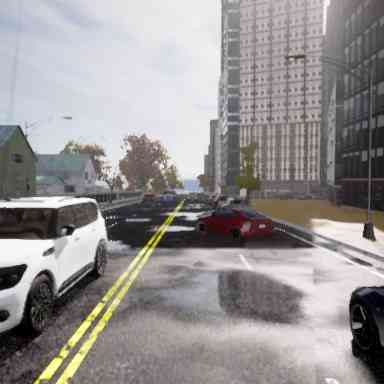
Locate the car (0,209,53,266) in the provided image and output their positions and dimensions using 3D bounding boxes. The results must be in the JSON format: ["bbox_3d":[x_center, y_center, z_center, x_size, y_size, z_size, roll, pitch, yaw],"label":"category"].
[{"bbox_3d":[-6.596,1.435,10.700,2.033,1.411,5.357,0,1,0],"label":"car"}]

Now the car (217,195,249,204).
[{"bbox_3d":[3.260,1.180,24.903,2.033,1.649,4.856,0,1,0],"label":"car"}]

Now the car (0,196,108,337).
[{"bbox_3d":[-3.358,1.148,6.883,2.150,2.045,5.566,0,1,0],"label":"car"}]

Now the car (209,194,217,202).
[{"bbox_3d":[3.264,1.076,35.907,2.033,1.649,4.856,0,1,0],"label":"car"}]

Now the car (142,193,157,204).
[{"bbox_3d":[-6.559,0.976,51.827,1.882,1.535,5.008,0,1,0],"label":"car"}]

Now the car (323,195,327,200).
[{"bbox_3d":[33.691,1.234,79.365,4.507,1.381,1.887,1,2,20],"label":"car"}]

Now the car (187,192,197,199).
[{"bbox_3d":[0.030,0.763,74.049,2.033,1.411,5.357,0,0,0],"label":"car"}]

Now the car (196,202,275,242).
[{"bbox_3d":[1.922,1.401,15.780,1.994,1.385,4.181,0,1,-31],"label":"car"}]

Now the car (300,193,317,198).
[{"bbox_3d":[31.082,0.911,88.711,4.403,1.369,2.008,1,2,20],"label":"car"}]

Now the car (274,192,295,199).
[{"bbox_3d":[23.046,0.881,83.259,5.009,1.841,2.192,1,2,20],"label":"car"}]

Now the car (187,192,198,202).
[{"bbox_3d":[0.036,1.049,57.549,1.895,1.301,4.718,0,1,0],"label":"car"}]

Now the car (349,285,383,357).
[{"bbox_3d":[3.252,1.471,2.927,2.163,1.488,4.792,0,1,0],"label":"car"}]

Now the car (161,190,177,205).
[{"bbox_3d":[-3.314,0.743,49.100,2.150,2.045,5.566,0,1,0],"label":"car"}]
